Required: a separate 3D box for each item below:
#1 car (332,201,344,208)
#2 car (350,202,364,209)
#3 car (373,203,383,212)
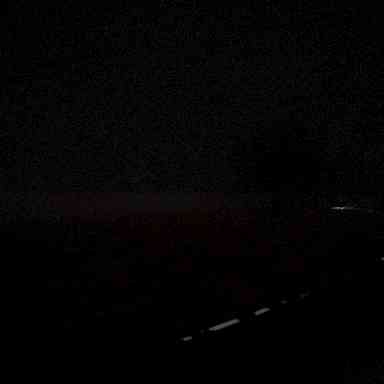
[{"bbox_3d":[31.198,2.640,71.236,1.994,1.385,4.181,0,-1,15],"label":"car"},{"bbox_3d":[33.143,2.642,67.003,1.895,1.301,4.718,0,-1,15],"label":"car"},{"bbox_3d":[28.417,2.340,49.439,1.895,1.301,4.718,0,-1,15],"label":"car"}]
